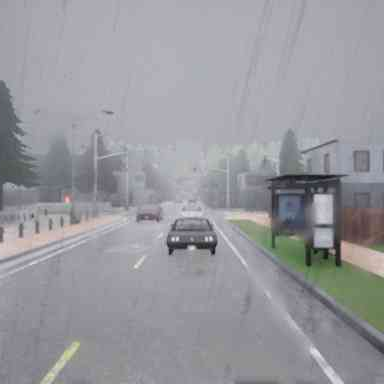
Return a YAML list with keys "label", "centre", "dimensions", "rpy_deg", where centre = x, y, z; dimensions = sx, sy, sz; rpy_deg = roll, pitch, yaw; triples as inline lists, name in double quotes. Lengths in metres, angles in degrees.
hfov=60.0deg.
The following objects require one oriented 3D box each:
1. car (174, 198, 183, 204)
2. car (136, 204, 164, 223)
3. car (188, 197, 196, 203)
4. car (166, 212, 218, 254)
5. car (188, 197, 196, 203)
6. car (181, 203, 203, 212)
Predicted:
- label: "car"
  centre: [-3.504, 2.267, 86.841]
  dimensions: [1.882, 1.535, 5.008]
  rpy_deg: [0, -1, 0]
- label: "car"
  centre: [-3.506, 1.739, 28.260]
  dimensions: [1.882, 1.535, 5.008]
  rpy_deg: [0, -1, 0]
- label: "car"
  centre: [-0.004, 2.088, 81.482]
  dimensions: [1.882, 1.535, 5.008]
  rpy_deg: [0, -1, 0]
- label: "car"
  centre: [0.001, 1.731, 14.097]
  dimensions: [1.895, 1.301, 4.718]
  rpy_deg: [0, 0, 0]
- label: "car"
  centre: [-0.005, 2.209, 94.987]
  dimensions: [2.097, 1.767, 4.553]
  rpy_deg: [0, -1, 0]
- label: "car"
  centre: [0.001, 1.868, 29.098]
  dimensions: [1.895, 1.301, 4.718]
  rpy_deg: [0, 0, 0]
